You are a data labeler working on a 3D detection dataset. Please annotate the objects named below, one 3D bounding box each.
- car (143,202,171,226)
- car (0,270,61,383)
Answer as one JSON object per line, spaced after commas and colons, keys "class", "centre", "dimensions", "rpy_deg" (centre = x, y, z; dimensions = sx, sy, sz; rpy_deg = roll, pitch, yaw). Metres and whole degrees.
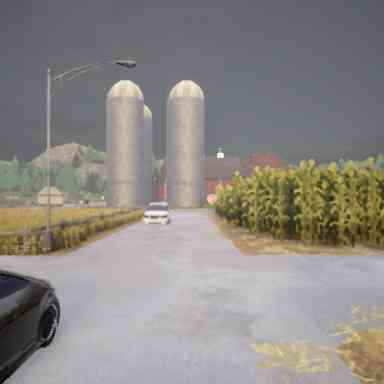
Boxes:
{"class": "car", "centre": [-3.070, 2.014, 30.214], "dimensions": [2.150, 2.045, 5.566], "rpy_deg": [0, 1, 0]}
{"class": "car", "centre": [-3.096, 1.628, 3.651], "dimensions": [1.994, 1.385, 4.181], "rpy_deg": [0, -1, 0]}
